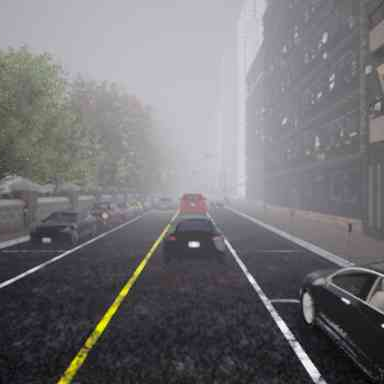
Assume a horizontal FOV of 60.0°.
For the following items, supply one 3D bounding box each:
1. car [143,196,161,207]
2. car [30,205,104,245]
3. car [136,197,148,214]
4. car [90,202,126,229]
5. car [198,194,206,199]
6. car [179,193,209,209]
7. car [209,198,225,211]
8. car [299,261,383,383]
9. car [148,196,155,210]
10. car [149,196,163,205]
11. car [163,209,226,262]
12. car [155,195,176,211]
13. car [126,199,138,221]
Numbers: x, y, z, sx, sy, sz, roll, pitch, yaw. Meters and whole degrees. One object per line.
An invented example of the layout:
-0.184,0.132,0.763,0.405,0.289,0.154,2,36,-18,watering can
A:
-5.755,1.360,48.409,2.008,1.369,4.403,0,0,0,car
-5.684,1.502,15.178,1.947,1.339,4.313,0,0,0,car
-5.681,1.397,31.624,1.752,1.417,4.829,0,0,0,car
-5.682,1.354,20.716,1.967,1.590,4.097,0,0,0,car
2.711,1.236,91.865,1.947,1.339,4.313,0,0,0,car
0.090,1.103,28.807,2.150,2.045,5.566,0,0,0,car
2.700,1.401,37.333,2.008,1.369,4.403,0,0,0,car
2.694,1.533,4.102,2.008,1.369,4.403,0,0,0,car
-5.679,1.290,37.333,1.967,1.590,4.097,0,0,0,car
-5.805,1.334,53.949,1.887,1.381,4.507,0,0,0,car
0.078,1.514,11.840,1.994,1.385,4.181,0,0,0,car
-3.087,1.369,39.077,1.812,1.442,4.674,0,0,0,car
-5.682,1.474,26.256,1.802,1.307,4.206,0,0,0,car
